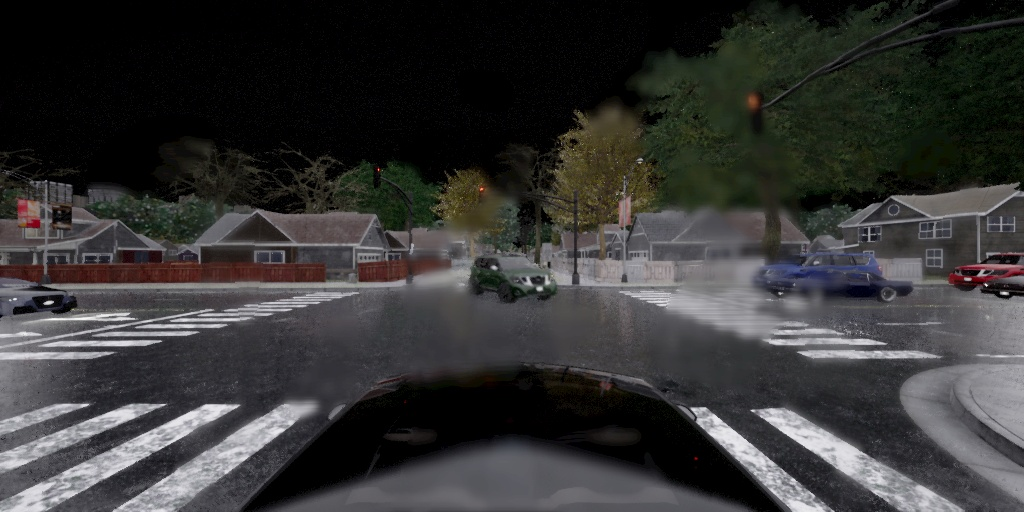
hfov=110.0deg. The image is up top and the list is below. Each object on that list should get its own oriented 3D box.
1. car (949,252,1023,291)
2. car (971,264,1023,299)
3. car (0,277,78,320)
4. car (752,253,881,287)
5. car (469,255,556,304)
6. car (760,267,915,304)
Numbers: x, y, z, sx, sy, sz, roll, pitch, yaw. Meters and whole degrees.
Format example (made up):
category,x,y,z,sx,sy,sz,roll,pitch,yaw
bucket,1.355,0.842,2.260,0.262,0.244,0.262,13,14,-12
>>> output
category,x,y,z,sx,sy,sz,roll,pitch,yaw
car,25.851,0.811,18.107,5.566,2.045,2.150,0,0,1
car,23.205,1.153,14.903,5.357,1.411,2.033,0,0,1
car,-17.591,1.410,12.124,4.181,1.385,1.994,0,0,1
car,15.485,0.868,18.291,5.566,2.045,2.150,0,0,1
car,-0.208,0.973,16.903,2.150,2.045,5.566,-1,0,-29
car,13.555,1.260,15.059,4.718,1.301,1.895,0,0,1
